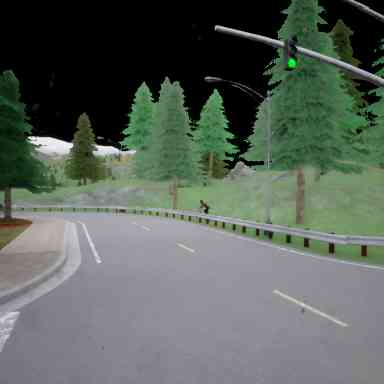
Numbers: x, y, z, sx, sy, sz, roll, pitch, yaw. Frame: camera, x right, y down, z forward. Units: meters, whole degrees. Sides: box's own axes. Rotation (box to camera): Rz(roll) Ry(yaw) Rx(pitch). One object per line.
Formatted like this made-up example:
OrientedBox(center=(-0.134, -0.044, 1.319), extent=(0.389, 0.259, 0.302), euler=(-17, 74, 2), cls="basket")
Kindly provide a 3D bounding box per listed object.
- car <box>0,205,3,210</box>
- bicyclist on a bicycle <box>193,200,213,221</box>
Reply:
OrientedBox(center=(-22.279, 1.558, 34.286), extent=(4.718, 1.301, 1.895), euler=(0, 0, -19), cls="car")
OrientedBox(center=(0.876, 1.432, 25.515), extent=(1.656, 1.620, 0.582), euler=(-1, 2, -20), cls="bicyclist on a bicycle")
